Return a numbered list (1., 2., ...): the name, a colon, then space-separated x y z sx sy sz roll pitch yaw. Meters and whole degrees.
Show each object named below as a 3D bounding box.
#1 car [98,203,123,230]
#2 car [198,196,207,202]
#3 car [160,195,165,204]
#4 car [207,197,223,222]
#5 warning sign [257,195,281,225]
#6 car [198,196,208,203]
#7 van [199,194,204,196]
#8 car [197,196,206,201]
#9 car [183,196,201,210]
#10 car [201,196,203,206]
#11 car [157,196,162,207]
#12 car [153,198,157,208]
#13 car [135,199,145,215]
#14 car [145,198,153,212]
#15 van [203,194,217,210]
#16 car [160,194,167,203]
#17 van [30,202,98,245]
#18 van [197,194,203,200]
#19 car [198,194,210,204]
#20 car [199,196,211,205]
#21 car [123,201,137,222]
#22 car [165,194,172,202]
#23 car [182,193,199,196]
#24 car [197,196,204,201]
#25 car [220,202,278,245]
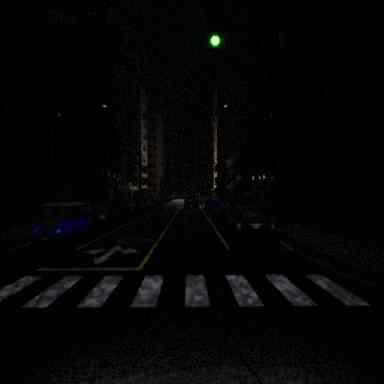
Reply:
1. car: -5.945 1.469 21.107 1.967 1.590 4.097 0 0 0
2. car: 2.322 1.639 77.841 1.947 1.339 4.313 0 0 0
3. car: -6.100 1.607 55.115 1.887 1.381 4.507 0 0 0
4. car: 2.555 1.471 26.817 1.967 1.590 4.097 0 0 0
5. warning sign: 4.980 1.138 21.485 1.300 1.860 1.060 0 0 0
6. car: 2.348 1.635 72.172 1.947 1.339 4.313 0 0 0
7. van: 2.426 1.398 55.164 1.690 1.788 3.998 0 0 0
8. car: 2.297 1.628 83.509 2.008 1.369 4.403 0 0 0
9. car: -0.082 1.576 44.283 1.812 1.442 4.674 0 0 0
10. car: 2.477 1.574 43.995 1.752 1.417 4.829 0 0 0
11. car: -6.074 1.624 49.448 1.947 1.339 4.313 0 0 0
12. car: -6.047 1.578 43.609 1.752 1.417 4.829 0 0 0
13. car: -5.996 1.624 32.443 1.802 1.307 4.206 0 0 0
14. car: -6.022 1.614 38.111 1.947 1.339 4.313 0 0 0
15. van: 2.503 1.384 38.156 1.690 1.788 3.998 0 0 0
16. car: -6.125 1.592 60.614 1.752 1.417 4.829 0 0 0
17. van: -5.919 1.363 15.438 1.690 1.788 3.998 0 0 0
18. van: 2.245 1.418 94.849 1.690 1.788 3.998 0 0 0
19. car: 2.374 1.380 66.502 2.192 1.841 5.009 0 0 0
20. car: 2.400 1.502 60.833 1.967 1.590 4.097 0 0 0
21. car: -5.970 1.602 26.775 1.947 1.339 4.313 0 0 0
22. car: -6.177 1.389 72.121 2.192 1.841 5.009 0 0 0
23. car: -0.236 1.412 56.550 2.097 1.767 4.553 0 0 0
24. car: 2.271 1.660 89.179 1.802 1.307 4.206 0 0 0
25. car: 2.607 1.457 15.479 1.967 1.590 4.097 0 0 0
